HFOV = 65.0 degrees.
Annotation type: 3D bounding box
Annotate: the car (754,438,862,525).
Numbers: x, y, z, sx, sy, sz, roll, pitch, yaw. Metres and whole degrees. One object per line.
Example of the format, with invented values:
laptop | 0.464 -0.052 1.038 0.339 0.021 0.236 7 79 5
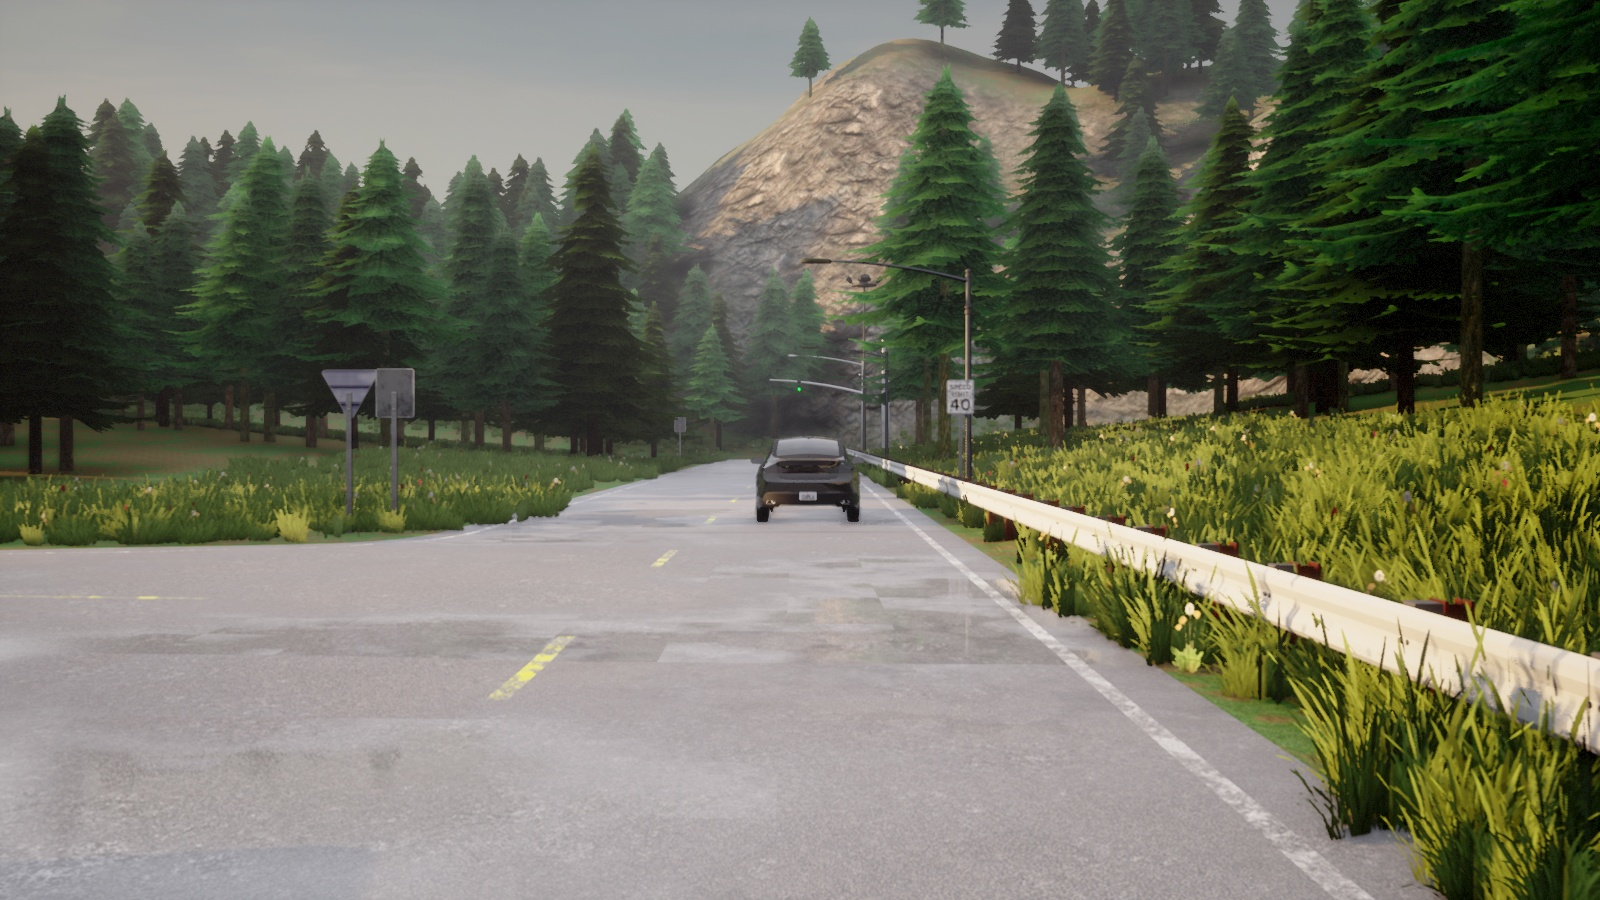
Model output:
car | 0.148 0.509 23.857 1.837 1.490 4.892 0 1 0
